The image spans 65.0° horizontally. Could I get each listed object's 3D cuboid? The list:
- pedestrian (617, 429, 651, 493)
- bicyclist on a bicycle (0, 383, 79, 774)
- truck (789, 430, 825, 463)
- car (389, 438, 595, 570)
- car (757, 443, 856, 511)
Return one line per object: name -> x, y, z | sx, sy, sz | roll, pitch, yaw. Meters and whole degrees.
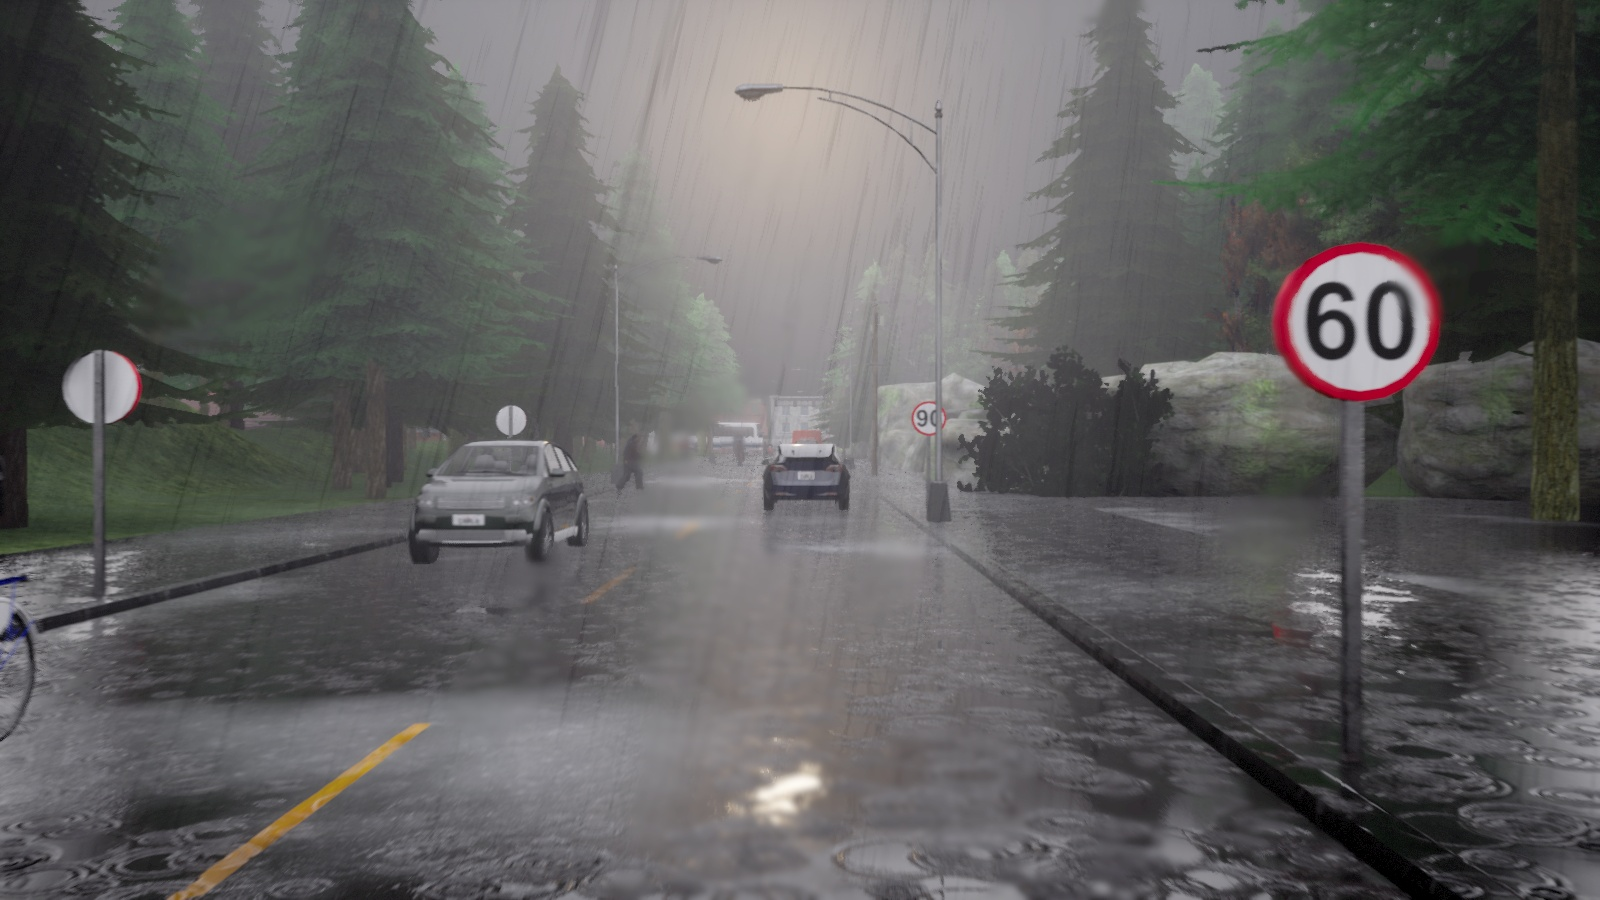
pedestrian -> -4.885, 0.323, 36.921 | 0.899, 1.844, 0.634 | 0, 0, 2
bicyclist on a bicycle -> -3.960, 0.583, 5.392 | 0.659, 1.776, 1.843 | 0, 0, 0
truck -> 0.541, -0.271, 94.815 | 2.627, 2.467, 5.204 | 0, 1, 0
car -> -3.908, 0.630, 16.549 | 1.789, 1.549, 3.705 | 0, 0, 0
car -> 0.154, 0.579, 29.786 | 2.163, 1.488, 4.792 | 0, 0, 0
